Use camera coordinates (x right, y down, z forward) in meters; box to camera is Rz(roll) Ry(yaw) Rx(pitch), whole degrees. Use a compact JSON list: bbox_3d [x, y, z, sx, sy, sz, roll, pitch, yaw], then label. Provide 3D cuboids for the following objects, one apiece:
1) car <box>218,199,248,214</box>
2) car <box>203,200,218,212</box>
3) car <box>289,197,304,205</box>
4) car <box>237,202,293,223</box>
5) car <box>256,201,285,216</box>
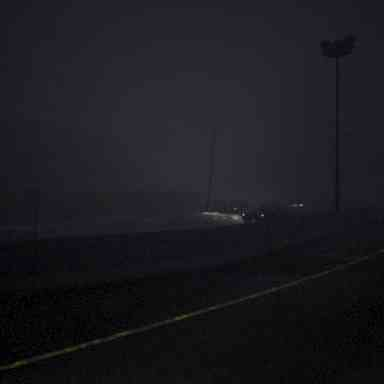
[{"bbox_3d":[4.911,1.591,36.261,1.837,1.490,4.892,0,0,28],"label":"car"},{"bbox_3d":[3.165,1.639,40.248,2.033,1.411,5.357,0,0,26],"label":"car"},{"bbox_3d":[20.004,1.737,63.648,1.994,1.385,4.181,0,0,4],"label":"car"},{"bbox_3d":[5.472,1.663,24.491,1.895,1.301,4.718,0,0,37],"label":"car"},{"bbox_3d":[8.404,1.691,35.296,1.895,1.301,4.718,0,0,28],"label":"car"}]
